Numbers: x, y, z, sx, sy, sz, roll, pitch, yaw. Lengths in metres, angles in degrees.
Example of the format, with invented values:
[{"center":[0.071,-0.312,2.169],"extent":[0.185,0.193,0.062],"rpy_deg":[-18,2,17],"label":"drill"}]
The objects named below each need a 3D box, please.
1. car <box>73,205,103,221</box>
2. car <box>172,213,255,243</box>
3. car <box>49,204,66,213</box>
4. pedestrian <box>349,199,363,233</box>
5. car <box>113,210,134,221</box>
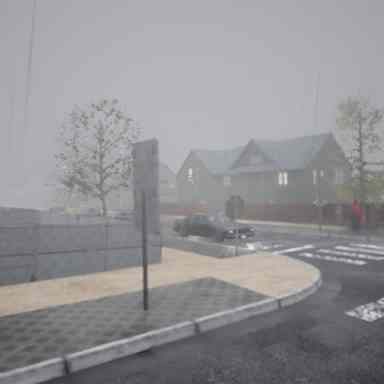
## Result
[{"center":[-10.505,2.331,34.323],"extent":[1.994,1.385,4.181],"rpy_deg":[-1,-1,-35],"label":"car"},{"center":[0.969,1.847,18.277],"extent":[2.033,1.411,5.357],"rpy_deg":[-1,-1,-36],"label":"car"},{"center":[-22.967,2.801,56.773],"extent":[1.882,1.535,5.008],"rpy_deg":[-1,-1,-36],"label":"car"},{"center":[8.651,1.223,17.599],"extent":[0.375,1.860,0.375],"rpy_deg":[-3,2,-36],"label":"pedestrian"},{"center":[-4.709,2.095,26.210],"extent":[1.994,1.385,4.181],"rpy_deg":[-1,-1,-36],"label":"car"}]
